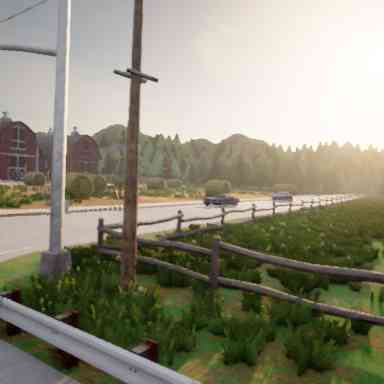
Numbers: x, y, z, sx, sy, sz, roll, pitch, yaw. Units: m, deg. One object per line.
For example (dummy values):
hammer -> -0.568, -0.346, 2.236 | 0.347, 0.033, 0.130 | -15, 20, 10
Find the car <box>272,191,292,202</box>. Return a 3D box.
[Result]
car -> 13.526, 0.681, 49.762 | 1.882, 1.535, 5.008 | 4, 2, 33

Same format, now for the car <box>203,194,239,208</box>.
car -> 3.026, 0.824, 33.743 | 1.895, 1.301, 4.718 | 4, 2, 33

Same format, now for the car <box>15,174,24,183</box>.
car -> -41.252, -3.319, 80.278 | 1.905, 1.878, 3.866 | 8, 2, -14
